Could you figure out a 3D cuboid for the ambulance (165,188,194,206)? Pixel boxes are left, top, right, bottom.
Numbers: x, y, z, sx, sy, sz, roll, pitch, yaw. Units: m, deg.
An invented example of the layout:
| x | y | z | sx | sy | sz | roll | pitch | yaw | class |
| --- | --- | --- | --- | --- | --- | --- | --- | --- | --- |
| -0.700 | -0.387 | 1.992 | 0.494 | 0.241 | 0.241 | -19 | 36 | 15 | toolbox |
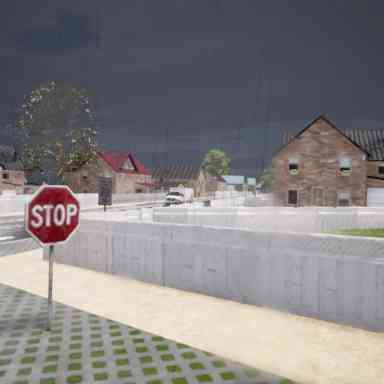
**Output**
| x | y | z | sx | sy | sz | roll | pitch | yaw | class |
| --- | --- | --- | --- | --- | --- | --- | --- | --- | --- |
| -1.746 | 0.675 | 47.050 | 2.351 | 2.431 | 6.366 | 2 | 1 | 18 | ambulance |
